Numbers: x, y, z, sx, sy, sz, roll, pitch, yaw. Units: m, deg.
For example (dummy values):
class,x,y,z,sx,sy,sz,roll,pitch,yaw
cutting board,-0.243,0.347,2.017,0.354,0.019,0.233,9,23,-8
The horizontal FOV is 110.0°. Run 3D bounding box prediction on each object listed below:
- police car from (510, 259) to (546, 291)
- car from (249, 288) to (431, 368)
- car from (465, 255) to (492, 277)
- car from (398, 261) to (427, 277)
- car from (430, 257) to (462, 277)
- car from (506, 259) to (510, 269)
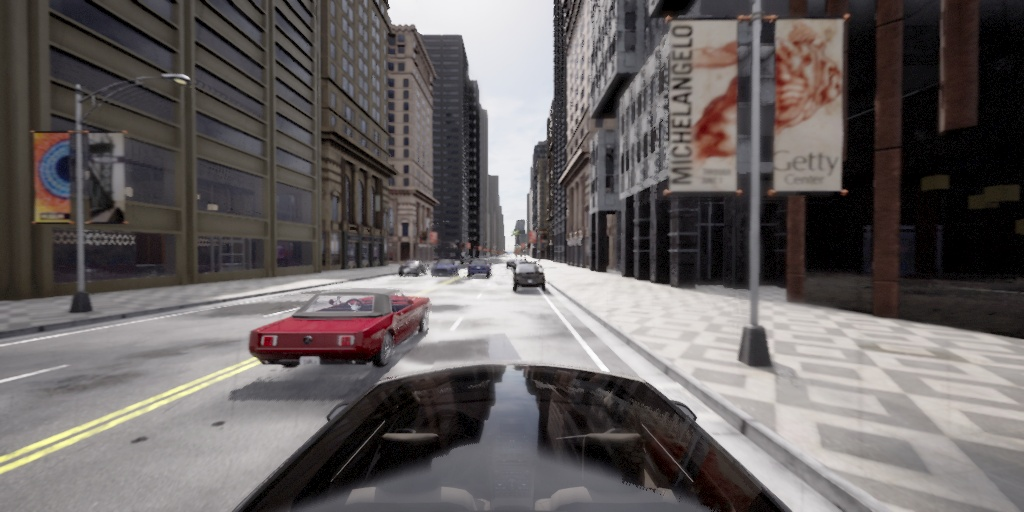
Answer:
class,x,y,z,sx,sy,sz,roll,pitch,yaw
police car,0.973,1.172,22.048,1.930,1.638,5.238,0,0,0
car,-3.152,1.350,7.823,1.895,1.301,4.718,0,0,0
car,-3.155,1.096,35.855,2.097,1.767,4.553,0,0,0
car,-9.842,1.234,35.725,2.128,1.511,4.902,0,0,0
car,-6.592,1.096,35.373,2.097,1.767,4.553,0,0,0
car,-0.005,1.244,56.597,1.837,1.490,4.892,0,0,0
